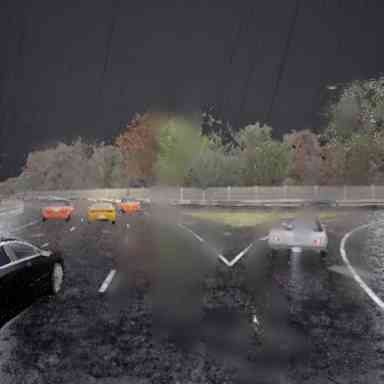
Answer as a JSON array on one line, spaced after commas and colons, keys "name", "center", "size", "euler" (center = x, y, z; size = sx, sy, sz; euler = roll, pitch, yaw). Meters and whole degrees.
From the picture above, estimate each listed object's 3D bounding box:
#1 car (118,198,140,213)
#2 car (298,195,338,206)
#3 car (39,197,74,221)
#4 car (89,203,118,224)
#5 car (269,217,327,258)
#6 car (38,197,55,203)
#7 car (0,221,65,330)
[{"name": "car", "center": [-7.618, 1.532, 39.414], "size": [2.097, 1.767, 4.553], "euler": [0, 0, -21]}, {"name": "car", "center": [15.302, 1.096, 40.616], "size": [4.553, 1.767, 2.097], "euler": [0, 0, 6]}, {"name": "car", "center": [-11.272, 1.496, 28.320], "size": [2.097, 1.767, 4.553], "euler": [0, 0, -15]}, {"name": "car", "center": [-7.130, 1.603, 26.357], "size": [1.882, 1.535, 5.008], "euler": [0, 0, -15]}, {"name": "car", "center": [4.316, 1.644, 13.166], "size": [1.895, 1.301, 4.718], "euler": [0, 0, 22]}, {"name": "car", "center": [-35.674, 1.948, 81.534], "size": [4.902, 1.511, 2.128], "euler": [0, 0, 42]}, {"name": "car", "center": [-3.767, 1.526, 5.791], "size": [2.128, 1.511, 4.902], "euler": [0, 0, -3]}]
